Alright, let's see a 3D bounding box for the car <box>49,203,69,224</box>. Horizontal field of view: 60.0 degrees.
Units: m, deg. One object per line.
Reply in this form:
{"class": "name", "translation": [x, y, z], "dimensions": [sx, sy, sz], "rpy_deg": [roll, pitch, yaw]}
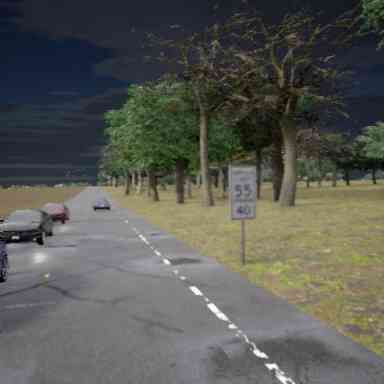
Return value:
{"class": "car", "translation": [-10.688, 1.599, 25.873], "dimensions": [1.882, 1.535, 5.008], "rpy_deg": [-1, 0, -16]}

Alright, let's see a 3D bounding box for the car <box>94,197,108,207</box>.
{"class": "car", "translation": [-13.884, 1.518, 50.655], "dimensions": [1.994, 1.385, 4.181], "rpy_deg": [-1, 1, -16]}

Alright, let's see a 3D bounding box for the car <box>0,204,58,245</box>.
{"class": "car", "translation": [-7.902, 1.608, 16.038], "dimensions": [1.882, 1.535, 5.008], "rpy_deg": [-1, 0, -16]}

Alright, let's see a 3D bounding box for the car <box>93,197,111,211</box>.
{"class": "car", "translation": [-11.130, 1.564, 41.005], "dimensions": [1.994, 1.385, 4.181], "rpy_deg": [-1, 1, -17]}

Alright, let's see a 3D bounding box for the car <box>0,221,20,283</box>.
{"class": "car", "translation": [-5.382, 1.636, 7.181], "dimensions": [1.812, 1.442, 4.674], "rpy_deg": [-1, 0, -15]}
